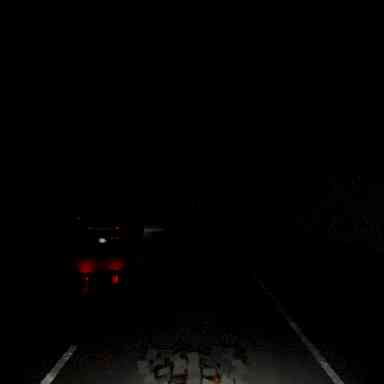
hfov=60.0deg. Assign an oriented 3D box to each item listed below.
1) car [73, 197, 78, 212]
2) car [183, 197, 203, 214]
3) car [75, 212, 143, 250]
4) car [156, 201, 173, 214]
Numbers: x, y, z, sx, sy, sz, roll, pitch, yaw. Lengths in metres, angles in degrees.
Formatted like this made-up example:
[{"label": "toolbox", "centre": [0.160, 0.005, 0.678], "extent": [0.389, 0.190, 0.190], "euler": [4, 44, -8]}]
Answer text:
[{"label": "car", "centre": [-14.072, 1.576, 35.733], "extent": [2.150, 2.045, 5.566], "euler": [0, -1, 0]}, {"label": "car", "centre": [0.121, 1.629, 40.589], "extent": [2.150, 2.045, 5.566], "euler": [0, 0, 0]}, {"label": "car", "centre": [-3.389, 1.642, 15.022], "extent": [2.128, 1.511, 4.902], "euler": [0, -1, 0]}, {"label": "car", "centre": [-3.373, 1.888, 41.171], "extent": [1.882, 1.535, 5.008], "euler": [0, 0, 0]}]
